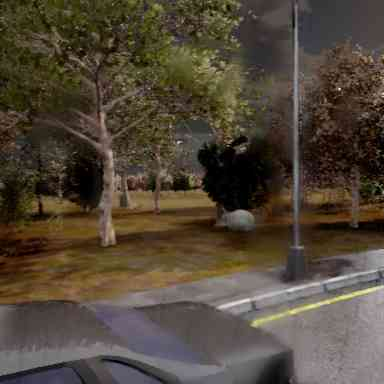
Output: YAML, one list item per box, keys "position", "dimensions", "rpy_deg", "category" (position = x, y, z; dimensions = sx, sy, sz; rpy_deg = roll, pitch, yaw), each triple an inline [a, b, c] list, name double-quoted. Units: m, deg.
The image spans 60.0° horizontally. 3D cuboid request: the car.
- position: [-1.604, 1.531, 1.807]
  dimensions: [5.357, 1.411, 2.033]
  rpy_deg: [-1, 1, -36]
  category: "car"
